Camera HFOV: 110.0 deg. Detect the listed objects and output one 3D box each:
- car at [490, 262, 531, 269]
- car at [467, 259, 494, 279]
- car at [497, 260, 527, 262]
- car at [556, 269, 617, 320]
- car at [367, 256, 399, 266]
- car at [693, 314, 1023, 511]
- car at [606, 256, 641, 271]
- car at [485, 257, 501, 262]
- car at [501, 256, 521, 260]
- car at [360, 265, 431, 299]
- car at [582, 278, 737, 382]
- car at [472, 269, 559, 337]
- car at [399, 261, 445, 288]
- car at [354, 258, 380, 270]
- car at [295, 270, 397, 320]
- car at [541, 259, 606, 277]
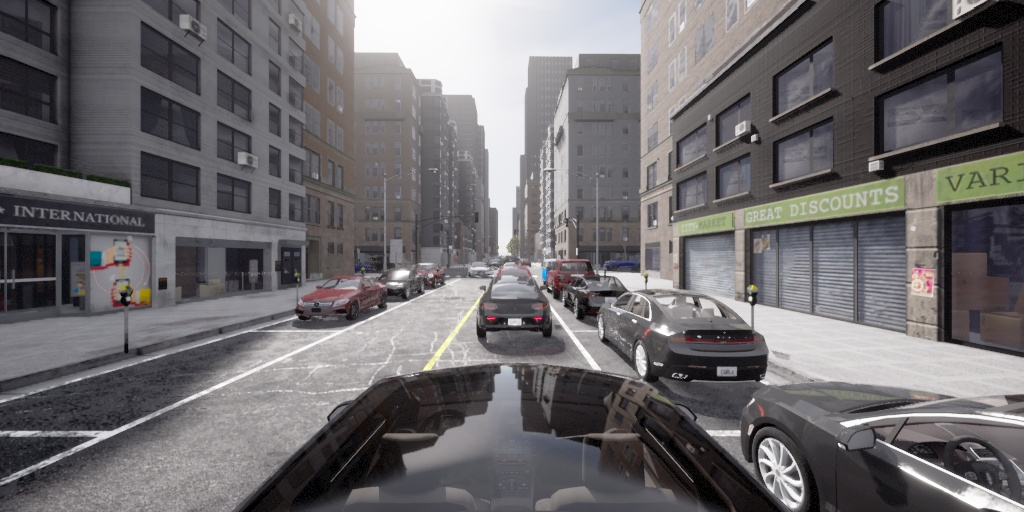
[{"bbox_3d":[0.103,1.228,17.531,1.882,1.535,5.008,0,0,0],"label":"car"},{"bbox_3d":[-3.049,1.275,33.221,1.812,1.442,4.674,1,0,-10],"label":"car"},{"bbox_3d":[0.071,1.255,27.703,1.837,1.490,4.892,0,0,2],"label":"car"},{"bbox_3d":[2.862,1.316,12.472,1.948,1.339,4.313,0,0,0],"label":"car"},{"bbox_3d":[-14.972,0.984,43.463,5.566,2.045,2.150,0,0,0],"label":"car"},{"bbox_3d":[2.859,1.300,1.425,2.007,1.370,4.403,0,0,0],"label":"car"},{"bbox_3d":[14.843,0.960,47.050,5.566,2.045,2.150,0,0,2],"label":"car"},{"bbox_3d":[-3.221,1.317,62.041,2.033,1.411,5.357,0,0,-1],"label":"car"},{"bbox_3d":[-0.093,0.984,56.494,2.150,2.045,5.566,0,0,2],"label":"car"},{"bbox_3d":[-5.663,1.315,17.991,1.948,1.339,4.313,0,0,0],"label":"car"},{"bbox_3d":[2.860,1.300,6.948,2.007,1.370,4.403,0,0,0],"label":"car"},{"bbox_3d":[0.040,1.276,10.144,1.812,1.442,4.674,0,0,-1],"label":"car"},{"bbox_3d":[-5.661,1.189,23.516,1.967,1.591,4.097,0,0,0],"label":"car"},{"bbox_3d":[-17.961,1.240,40.198,5.008,1.535,1.882,0,0,0],"label":"car"},{"bbox_3d":[-5.664,1.332,12.466,1.802,1.307,4.207,0,0,0],"label":"car"},{"bbox_3d":[2.863,1.065,17.996,2.192,1.841,5.009,0,0,0],"label":"car"}]
